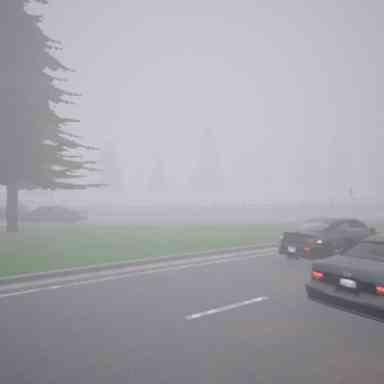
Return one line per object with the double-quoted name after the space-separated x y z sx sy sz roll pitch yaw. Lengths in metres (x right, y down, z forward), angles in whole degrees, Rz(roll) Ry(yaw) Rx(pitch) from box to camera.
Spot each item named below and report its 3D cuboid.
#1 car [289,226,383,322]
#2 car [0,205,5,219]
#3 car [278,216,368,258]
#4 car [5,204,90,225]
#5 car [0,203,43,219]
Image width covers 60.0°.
4.672 1.551 6.890 5.357 1.411 2.033 0 0 -34 "car"
-15.531 1.739 27.893 4.718 1.301 1.895 0 0 -6 "car"
4.926 1.540 11.205 4.674 1.442 1.812 0 0 -33 "car"
-10.427 1.657 24.676 5.357 1.411 2.033 0 0 0 "car"
-16.773 1.753 31.197 4.718 1.301 1.895 0 0 -9 "car"
